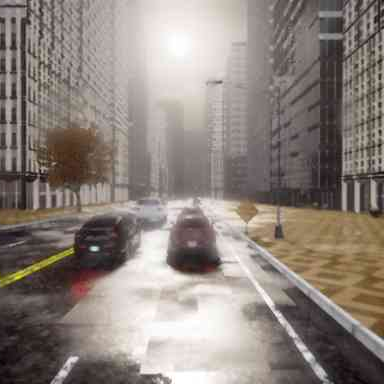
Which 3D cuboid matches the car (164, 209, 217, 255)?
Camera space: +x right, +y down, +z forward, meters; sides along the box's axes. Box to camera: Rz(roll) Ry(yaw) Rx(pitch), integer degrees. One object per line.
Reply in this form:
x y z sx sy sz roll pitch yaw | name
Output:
0.031 1.660 13.900 1.812 1.442 4.674 0 0 1 | car

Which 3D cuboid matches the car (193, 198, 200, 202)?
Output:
1.153 2.282 83.464 1.882 1.535 5.008 0 -1 0 | car

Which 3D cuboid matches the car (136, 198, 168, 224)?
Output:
-3.234 1.490 27.548 2.150 2.045 5.566 0 0 0 | car

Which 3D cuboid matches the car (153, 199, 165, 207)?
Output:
-6.500 2.131 65.314 1.837 1.490 4.892 0 0 0 | car

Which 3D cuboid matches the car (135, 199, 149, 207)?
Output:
-9.750 2.106 65.309 1.882 1.535 5.008 0 -1 0 | car

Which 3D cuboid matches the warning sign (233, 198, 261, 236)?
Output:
2.868 1.284 17.444 1.300 1.860 1.060 1 0 0 | warning sign

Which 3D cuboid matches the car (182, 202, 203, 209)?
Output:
0.029 1.839 28.484 1.994 1.385 4.181 0 0 1 | car

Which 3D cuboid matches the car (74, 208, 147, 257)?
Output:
-3.223 1.638 13.490 1.837 1.490 4.892 0 0 1 | car
